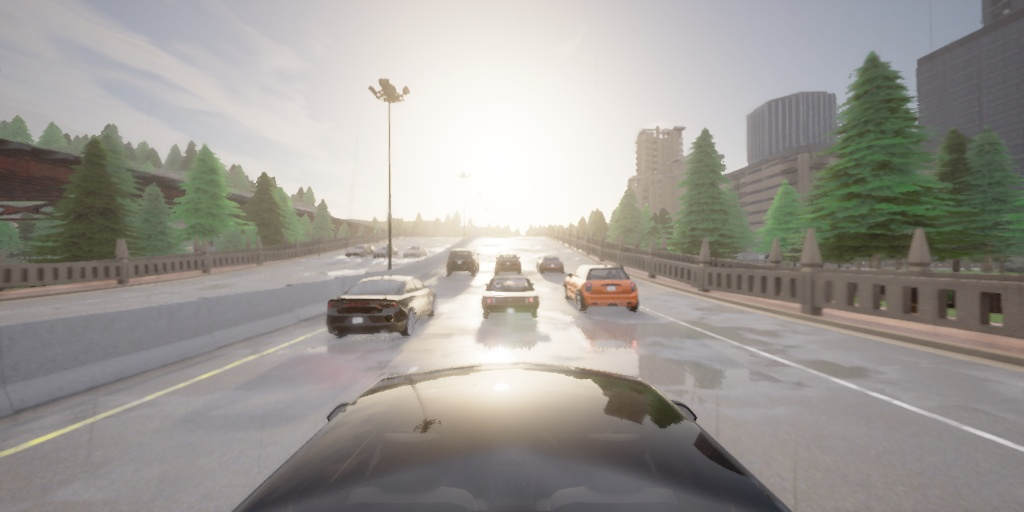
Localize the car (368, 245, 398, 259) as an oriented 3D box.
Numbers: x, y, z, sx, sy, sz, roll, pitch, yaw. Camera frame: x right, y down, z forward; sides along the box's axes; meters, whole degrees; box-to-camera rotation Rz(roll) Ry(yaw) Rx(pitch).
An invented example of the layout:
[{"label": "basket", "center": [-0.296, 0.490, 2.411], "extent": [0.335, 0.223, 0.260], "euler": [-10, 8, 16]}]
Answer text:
[{"label": "car", "center": [-14.709, -0.496, 41.884], "extent": [1.994, 1.385, 4.181], "euler": [0, 6, -1]}]

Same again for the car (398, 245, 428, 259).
[{"label": "car", "center": [-11.213, -0.525, 41.871], "extent": [2.033, 1.411, 5.357], "euler": [0, 6, -1]}]

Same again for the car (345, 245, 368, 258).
[{"label": "car", "center": [-18.233, -0.659, 43.374], "extent": [2.033, 1.411, 5.357], "euler": [0, 6, -1]}]

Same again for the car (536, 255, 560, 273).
[{"label": "car", "center": [3.163, 0.582, 30.111], "extent": [1.994, 1.385, 4.181], "euler": [0, 4, -1]}]

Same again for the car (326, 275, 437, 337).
[{"label": "car", "center": [-3.542, 1.305, 10.656], "extent": [1.882, 1.535, 5.008], "euler": [0, 0, -1]}]

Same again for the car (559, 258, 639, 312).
[{"label": "car", "center": [3.415, 1.105, 14.585], "extent": [2.097, 1.767, 4.553], "euler": [0, 1, -1]}]

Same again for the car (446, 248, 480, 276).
[{"label": "car", "center": [-3.814, 0.383, 28.573], "extent": [2.150, 2.045, 5.566], "euler": [0, 4, -1]}]

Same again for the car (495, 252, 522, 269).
[{"label": "car", "center": [-0.329, 0.432, 29.465], "extent": [2.097, 1.767, 4.553], "euler": [0, 4, -1]}]

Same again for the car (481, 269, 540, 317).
[{"label": "car", "center": [-0.070, 1.390, 13.432], "extent": [1.895, 1.301, 4.718], "euler": [0, 1, -1]}]
